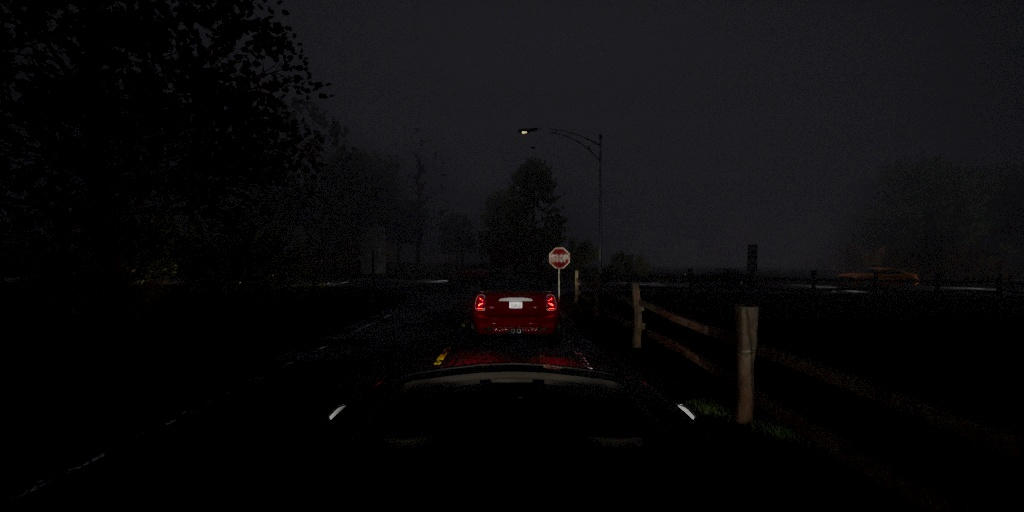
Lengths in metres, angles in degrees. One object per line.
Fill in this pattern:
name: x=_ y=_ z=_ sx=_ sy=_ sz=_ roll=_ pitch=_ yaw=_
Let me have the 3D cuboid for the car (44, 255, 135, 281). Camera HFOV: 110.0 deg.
car: x=-27.968 y=0.749 z=23.967 sx=4.553 sy=1.767 sz=2.097 roll=1 pitch=1 yaw=0

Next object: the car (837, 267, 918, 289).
car: x=27.524 y=1.608 z=27.118 sx=5.008 sy=1.535 sz=1.882 roll=1 pitch=1 yaw=0

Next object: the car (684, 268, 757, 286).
car: x=15.612 y=1.561 z=27.109 sx=4.718 sy=1.301 sz=1.895 roll=1 pitch=1 yaw=0

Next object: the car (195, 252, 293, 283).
car: x=-17.884 y=0.756 z=24.023 sx=5.566 sy=2.045 sz=2.150 roll=1 pitch=1 yaw=0

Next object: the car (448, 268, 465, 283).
car: x=-2.695 y=1.257 z=27.070 sx=4.181 sy=1.385 sz=1.994 roll=1 pitch=1 yaw=0

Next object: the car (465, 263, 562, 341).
car: x=0.081 y=1.100 z=10.015 sx=2.097 sy=1.767 sz=4.553 roll=0 pitch=0 yaw=0

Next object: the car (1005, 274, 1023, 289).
car: x=40.528 y=1.810 z=27.104 sx=4.902 sy=1.511 sz=2.128 roll=1 pitch=1 yaw=0
